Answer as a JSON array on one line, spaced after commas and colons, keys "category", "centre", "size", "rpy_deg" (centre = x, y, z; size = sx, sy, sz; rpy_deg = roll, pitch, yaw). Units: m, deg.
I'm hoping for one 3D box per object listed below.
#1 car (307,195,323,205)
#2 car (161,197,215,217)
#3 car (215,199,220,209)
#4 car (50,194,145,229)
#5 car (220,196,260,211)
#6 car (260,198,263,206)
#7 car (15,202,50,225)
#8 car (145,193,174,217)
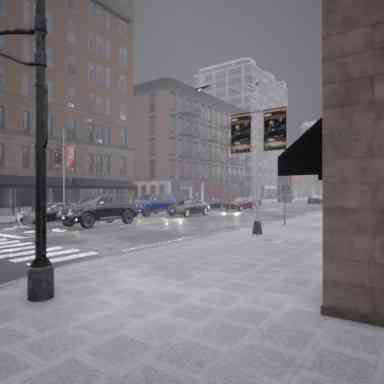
[{"category": "car", "centre": [19.586, 1.239, 52.011], "size": [1.882, 1.535, 5.008], "rpy_deg": [0, 0, 35]}, {"category": "car", "centre": [-0.265, 1.398, 29.940], "size": [1.837, 1.490, 4.892], "rpy_deg": [0, 0, 35]}, {"category": "car", "centre": [2.086, 1.463, 38.874], "size": [1.895, 1.301, 4.718], "rpy_deg": [0, 0, 35]}, {"category": "car", "centre": [-5.995, 1.157, 21.843], "size": [2.150, 2.045, 5.566], "rpy_deg": [0, 0, 35]}, {"category": "car", "centre": [5.575, 1.328, 38.172], "size": [1.882, 1.535, 5.008], "rpy_deg": [0, 0, 35]}, {"category": "car", "centre": [8.451, 1.293, 47.784], "size": [1.882, 1.535, 5.008], "rpy_deg": [0, 0, 36]}, {"category": "car", "centre": [-9.380, 1.438, 22.687], "size": [2.128, 1.511, 4.902], "rpy_deg": [0, 0, 35]}, {"category": "car", "centre": [-3.688, 1.126, 30.727], "size": [2.150, 2.045, 5.566], "rpy_deg": [0, 0, 35]}]
